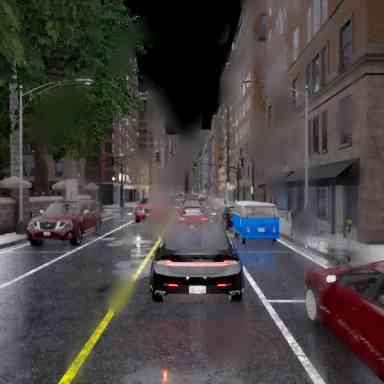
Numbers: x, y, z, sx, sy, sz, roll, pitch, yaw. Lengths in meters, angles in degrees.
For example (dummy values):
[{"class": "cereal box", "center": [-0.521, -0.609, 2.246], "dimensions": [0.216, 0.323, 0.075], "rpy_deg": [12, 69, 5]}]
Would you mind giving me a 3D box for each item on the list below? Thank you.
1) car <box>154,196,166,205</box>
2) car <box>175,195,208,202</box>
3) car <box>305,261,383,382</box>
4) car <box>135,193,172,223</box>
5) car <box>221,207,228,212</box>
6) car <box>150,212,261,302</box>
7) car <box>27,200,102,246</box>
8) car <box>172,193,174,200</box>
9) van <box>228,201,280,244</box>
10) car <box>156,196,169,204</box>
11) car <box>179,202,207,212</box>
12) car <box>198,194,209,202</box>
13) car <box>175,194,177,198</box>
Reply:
[{"class": "car", "center": [-5.673, 1.479, 59.021], "dimensions": [1.752, 1.417, 4.829], "rpy_deg": [0, 0, 0]}, {"class": "car", "center": [0.075, 1.337, 27.688], "dimensions": [2.097, 1.767, 4.553], "rpy_deg": [0, 0, 3]}, {"class": "car", "center": [2.855, 1.544, 4.222], "dimensions": [1.887, 1.381, 4.507], "rpy_deg": [0, 0, 0]}, {"class": "car", "center": [-3.002, 1.298, 25.970], "dimensions": [2.150, 2.045, 5.566], "rpy_deg": [0, 0, 0]}, {"class": "car", "center": [2.855, 1.557, 21.203], "dimensions": [1.947, 1.339, 4.313], "rpy_deg": [0, 0, 0]}, {"class": "car", "center": [0.100, 1.490, 8.232], "dimensions": [2.128, 1.511, 4.902], "rpy_deg": [0, 0, 0]}, {"class": "car", "center": [-5.670, 1.310, 15.502], "dimensions": [2.192, 1.841, 5.009], "rpy_deg": [0, 0, 0]}, {"class": "car", "center": [-5.674, 1.490, 75.544], "dimensions": [1.887, 1.381, 4.507], "rpy_deg": [0, 0, 0]}, {"class": "van", "center": [2.854, 1.336, 15.543], "dimensions": [1.690, 1.788, 3.998], "rpy_deg": [0, 0, 0]}, {"class": "car", "center": [-5.674, 1.501, 64.642], "dimensions": [2.008, 1.369, 4.403], "rpy_deg": [0, 0, 0]}, {"class": "car", "center": [0.102, 1.519, 18.494], "dimensions": [1.812, 1.442, 4.674], "rpy_deg": [0, 0, 0]}, {"class": "car", "center": [2.850, 1.386, 75.580], "dimensions": [1.967, 1.590, 4.097], "rpy_deg": [0, 0, 0]}, {"class": "car", "center": [-5.675, 1.495, 86.445], "dimensions": [2.008, 1.369, 4.403], "rpy_deg": [0, 0, 0]}]
